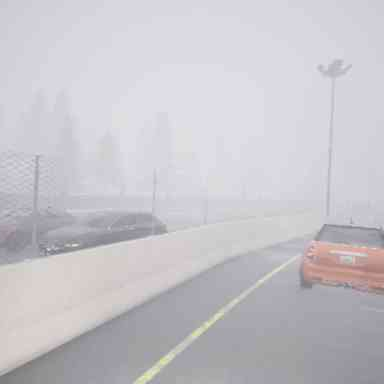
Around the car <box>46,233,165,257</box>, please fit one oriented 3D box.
[{"bbox_3d":[-2.695,1.356,11.140,1.837,1.490,4.892,2,0,29],"label":"car"}]

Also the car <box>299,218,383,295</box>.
[{"bbox_3d":[4.416,1.532,9.129,2.097,1.767,4.553,3,0,29],"label":"car"}]
